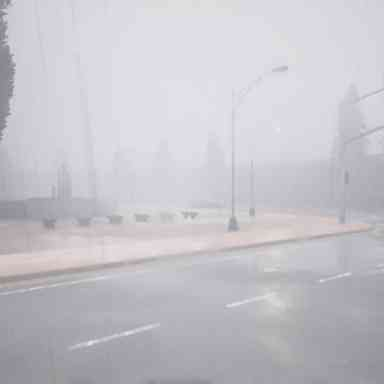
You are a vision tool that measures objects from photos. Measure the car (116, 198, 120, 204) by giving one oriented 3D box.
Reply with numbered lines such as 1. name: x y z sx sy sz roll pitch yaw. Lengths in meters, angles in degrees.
1. car: -14.447 1.298 56.122 4.553 1.767 2.097 0 0 17

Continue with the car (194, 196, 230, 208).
1. car: 2.742 1.399 45.909 4.892 1.490 1.837 0 0 42

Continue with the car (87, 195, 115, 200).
1. car: -15.422 1.492 52.761 5.357 1.411 2.033 0 0 17

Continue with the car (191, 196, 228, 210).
1. car: 1.869 1.431 41.917 4.674 1.442 1.812 0 0 45
